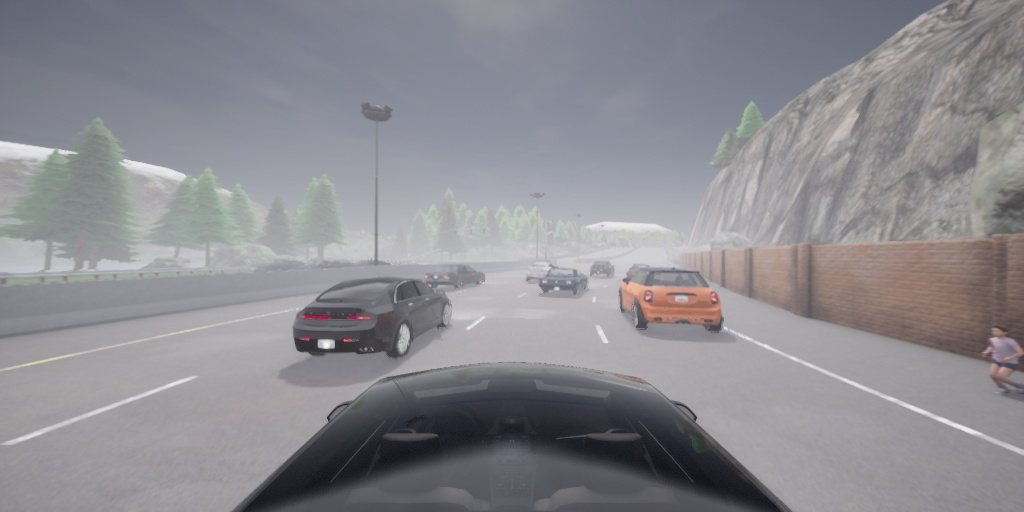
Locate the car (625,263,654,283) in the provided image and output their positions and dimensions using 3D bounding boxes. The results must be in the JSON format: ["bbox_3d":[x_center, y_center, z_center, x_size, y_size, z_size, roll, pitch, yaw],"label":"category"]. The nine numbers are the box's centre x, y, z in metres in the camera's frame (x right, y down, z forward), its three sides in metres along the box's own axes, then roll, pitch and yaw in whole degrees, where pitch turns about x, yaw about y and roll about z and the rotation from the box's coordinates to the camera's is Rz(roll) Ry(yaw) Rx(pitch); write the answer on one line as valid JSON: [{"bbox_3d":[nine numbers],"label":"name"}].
[{"bbox_3d":[10.203,1.296,28.501,1.994,1.385,4.181,0,0,22],"label":"car"}]

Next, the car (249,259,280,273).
[{"bbox_3d":[-21.821,0.992,33.625,2.128,1.511,4.902,0,0,20],"label":"car"}]

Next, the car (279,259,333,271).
[{"bbox_3d":[-15.867,1.046,29.517,2.128,1.511,4.902,0,0,20],"label":"car"}]

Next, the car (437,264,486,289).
[{"bbox_3d":[-3.419,1.209,22.201,2.033,1.411,5.357,0,0,19],"label":"car"}]

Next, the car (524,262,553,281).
[{"bbox_3d":[2.470,1.208,27.977,1.812,1.442,4.674,0,0,21],"label":"car"}]

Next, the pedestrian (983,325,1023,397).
[{"bbox_3d":[7.175,1.461,5.220,0.500,1.100,0.500,0,0,4],"label":"pedestrian"}]

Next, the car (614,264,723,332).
[{"bbox_3d":[4.629,1.103,11.151,2.097,1.767,4.553,0,0,9],"label":"car"}]

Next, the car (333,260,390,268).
[{"bbox_3d":[-12.027,1.085,29.885,1.837,1.490,4.892,0,0,20],"label":"car"}]

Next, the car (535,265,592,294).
[{"bbox_3d":[2.984,1.313,19.744,1.895,1.301,4.718,0,0,20],"label":"car"}]

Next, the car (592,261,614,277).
[{"bbox_3d":[8.746,1.208,34.581,1.837,1.490,4.892,0,0,23],"label":"car"}]

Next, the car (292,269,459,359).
[{"bbox_3d":[-2.834,1.214,8.386,1.837,1.490,4.892,0,0,6],"label":"car"}]
